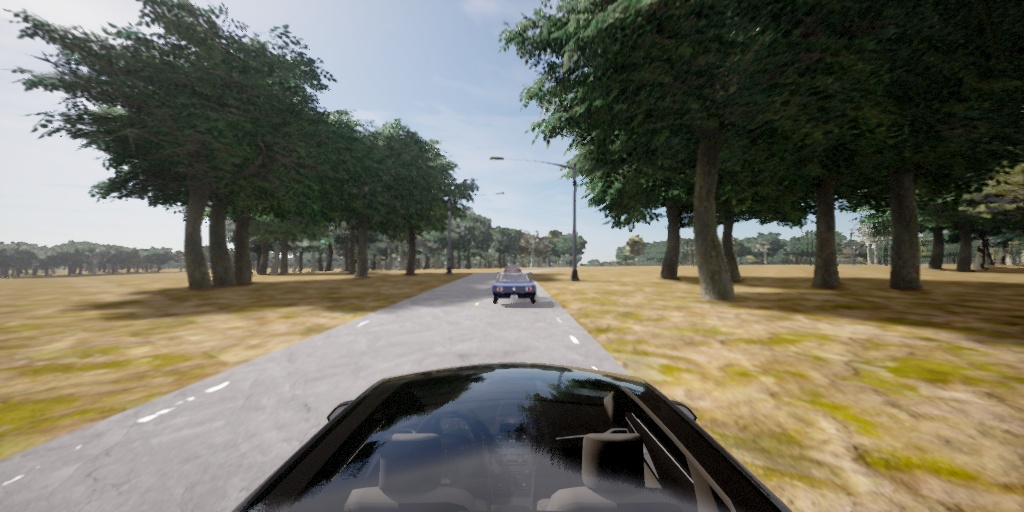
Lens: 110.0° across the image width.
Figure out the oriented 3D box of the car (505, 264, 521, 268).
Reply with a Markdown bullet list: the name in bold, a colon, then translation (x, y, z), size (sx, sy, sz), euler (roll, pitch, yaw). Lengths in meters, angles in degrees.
- **car**: translation (0.109, 1.663, 42.430), size (1.994, 1.385, 4.181), euler (0, -1, 0)

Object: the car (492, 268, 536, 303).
- **car**: translation (0.094, 1.425, 17.187), size (1.895, 1.301, 4.718), euler (0, 0, 0)
